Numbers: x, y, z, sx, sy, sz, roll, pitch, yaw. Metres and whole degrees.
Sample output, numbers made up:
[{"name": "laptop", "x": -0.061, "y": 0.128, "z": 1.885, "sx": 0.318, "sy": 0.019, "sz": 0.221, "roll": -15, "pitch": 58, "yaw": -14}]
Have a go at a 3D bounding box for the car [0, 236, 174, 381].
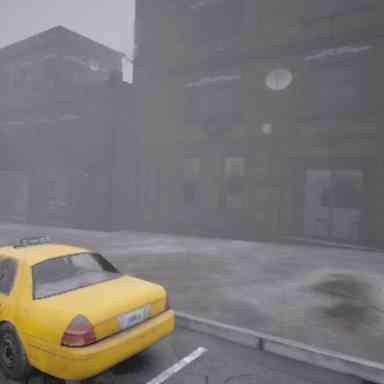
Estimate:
[{"name": "car", "x": -2.785, "y": 1.511, "z": 5.512, "sx": 5.366, "sy": 1.575, "sz": 1.946, "roll": 0, "pitch": 0, "yaw": 35}]
